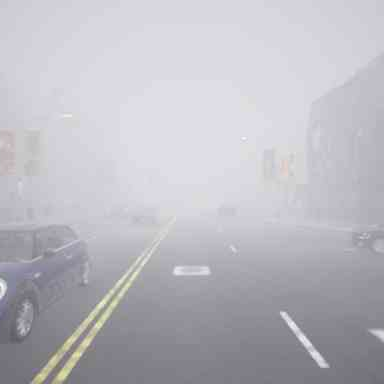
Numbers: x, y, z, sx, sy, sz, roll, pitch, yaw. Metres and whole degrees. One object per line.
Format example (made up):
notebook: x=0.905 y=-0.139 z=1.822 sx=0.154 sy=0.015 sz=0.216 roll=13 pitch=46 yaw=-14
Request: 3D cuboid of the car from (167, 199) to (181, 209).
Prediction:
car: x=-1.748 y=2.047 z=56.861 sx=2.097 sy=1.767 sz=4.553 roll=0 pitch=-1 yaw=25

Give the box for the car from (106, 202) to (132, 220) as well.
car: x=-6.920 y=1.754 z=32.798 sx=2.097 sy=1.767 sz=4.553 roll=0 pitch=-1 yaw=2

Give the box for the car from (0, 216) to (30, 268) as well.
car: x=-7.099 y=1.614 z=9.933 sx=2.128 sy=1.511 sz=4.902 roll=0 pitch=-1 yaw=0

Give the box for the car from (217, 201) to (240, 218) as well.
car: x=3.787 y=1.919 z=36.025 sx=1.882 sy=1.535 sz=5.008 roll=0 pitch=-1 yaw=3

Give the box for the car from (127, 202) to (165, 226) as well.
car: x=-3.559 y=1.803 z=26.500 sx=1.882 sy=1.535 sz=5.008 roll=0 pitch=-1 yaw=1

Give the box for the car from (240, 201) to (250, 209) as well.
car: x=8.762 y=2.293 z=60.938 sx=2.033 sy=1.411 sz=5.357 roll=-1 pitch=-1 yaw=36

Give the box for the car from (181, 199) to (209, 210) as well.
car: x=0.526 y=2.003 z=53.300 sx=2.097 sy=1.767 sz=4.553 roll=0 pitch=-1 yaw=23

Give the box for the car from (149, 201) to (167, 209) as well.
car: x=-6.399 y=2.181 z=53.991 sx=2.002 sy=1.452 sz=4.674 roll=0 pitch=-1 yaw=20

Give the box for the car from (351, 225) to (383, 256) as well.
car: x=8.950 y=1.637 z=12.944 sx=5.008 sy=1.535 sz=1.882 roll=0 pitch=0 yaw=16

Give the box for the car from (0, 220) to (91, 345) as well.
car: x=-3.599 y=1.435 z=6.544 sx=2.097 sy=1.767 sz=4.553 roll=0 pitch=-1 yaw=0
